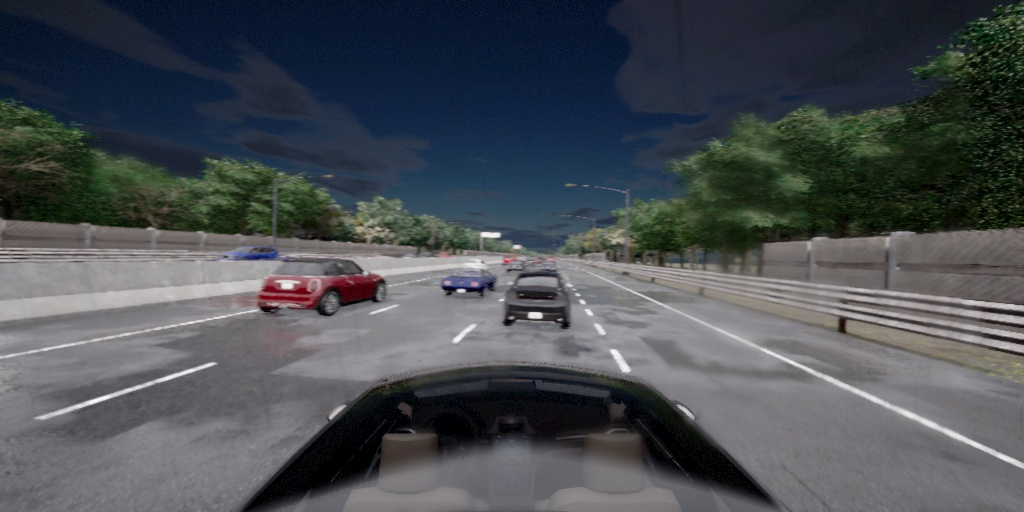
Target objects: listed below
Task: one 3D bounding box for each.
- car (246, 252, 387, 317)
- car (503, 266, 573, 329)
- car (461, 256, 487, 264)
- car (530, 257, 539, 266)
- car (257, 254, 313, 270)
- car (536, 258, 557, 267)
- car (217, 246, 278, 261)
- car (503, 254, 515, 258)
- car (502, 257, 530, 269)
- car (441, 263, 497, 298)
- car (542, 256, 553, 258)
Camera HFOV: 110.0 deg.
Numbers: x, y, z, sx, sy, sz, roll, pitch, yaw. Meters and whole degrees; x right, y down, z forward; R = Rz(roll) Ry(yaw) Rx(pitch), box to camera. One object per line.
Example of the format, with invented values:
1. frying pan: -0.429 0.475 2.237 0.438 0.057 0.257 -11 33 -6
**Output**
1. car: -6.086 0.864 12.186 2.097 1.767 4.553 2 0 6
2. car: 0.863 1.247 11.431 1.837 1.490 4.892 2 0 6
3. car: -3.538 1.039 35.023 1.812 1.442 4.674 2 0 6
4. car: 3.079 1.151 63.354 2.128 1.511 4.902 2 0 6
5. car: -21.288 0.541 33.870 1.895 1.301 4.718 2 0 7
6. car: 4.157 1.294 40.970 2.033 1.411 5.357 2 0 6
7. car: -24.769 0.052 34.048 2.150 2.045 5.566 2 0 7
8. car: -0.382 0.767 63.804 2.150 2.045 5.566 2 0 6
9. car: 0.497 1.178 39.684 2.033 1.411 5.357 2 0 6
10. car: -1.944 1.226 17.757 1.895 1.301 4.718 2 0 6
11. car: 6.555 1.252 62.950 1.882 1.535 5.008 2 0 6
